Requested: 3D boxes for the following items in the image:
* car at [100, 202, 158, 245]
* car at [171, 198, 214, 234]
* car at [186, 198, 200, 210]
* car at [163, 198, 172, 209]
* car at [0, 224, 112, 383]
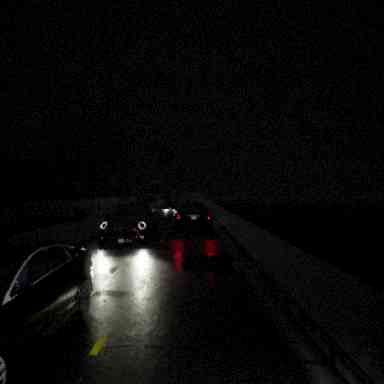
[{"bbox_3d":[-2.829,1.367,15.508,2.097,1.767,4.553,0,0,0],"label":"car"},{"bbox_3d":[0.094,1.369,19.350,2.097,1.767,4.553,0,0,0],"label":"car"},{"bbox_3d":[0.085,1.556,44.355,1.812,1.442,4.674,0,0,0],"label":"car"},{"bbox_3d":[-2.850,1.578,45.744,2.033,1.411,5.357,0,0,0],"label":"car"},{"bbox_3d":[-2.843,1.498,4.676,2.128,1.511,4.902,0,0,0],"label":"car"}]
